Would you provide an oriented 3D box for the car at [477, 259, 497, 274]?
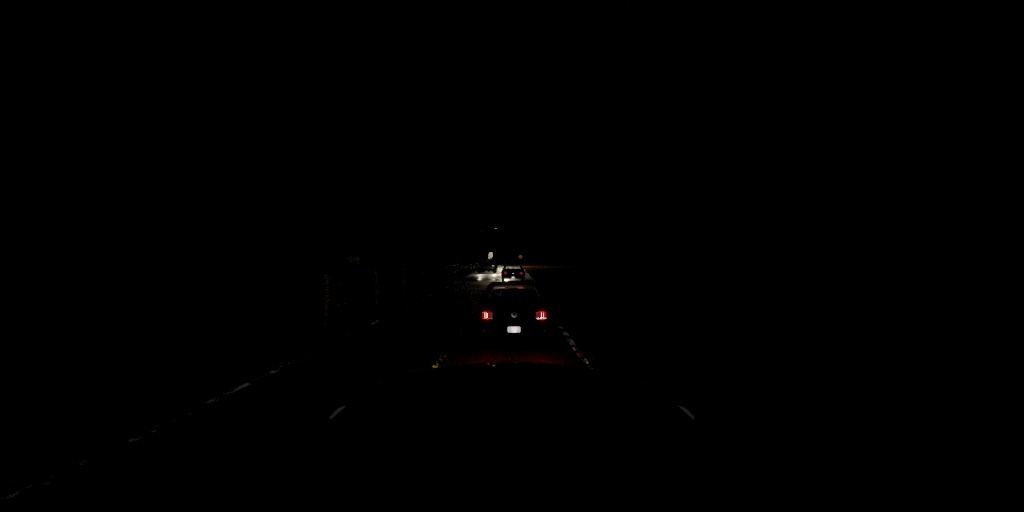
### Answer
[{"bbox_3d":[-2.837,1.143,41.662,2.097,1.767,4.553,0,0,0],"label":"car"}]

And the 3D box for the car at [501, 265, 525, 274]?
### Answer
[{"bbox_3d":[0.084,1.376,29.955,1.895,1.301,4.718,0,0,0],"label":"car"}]

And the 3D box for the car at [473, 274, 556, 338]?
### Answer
[{"bbox_3d":[0.061,1.355,10.220,1.895,1.301,4.718,0,0,0],"label":"car"}]
